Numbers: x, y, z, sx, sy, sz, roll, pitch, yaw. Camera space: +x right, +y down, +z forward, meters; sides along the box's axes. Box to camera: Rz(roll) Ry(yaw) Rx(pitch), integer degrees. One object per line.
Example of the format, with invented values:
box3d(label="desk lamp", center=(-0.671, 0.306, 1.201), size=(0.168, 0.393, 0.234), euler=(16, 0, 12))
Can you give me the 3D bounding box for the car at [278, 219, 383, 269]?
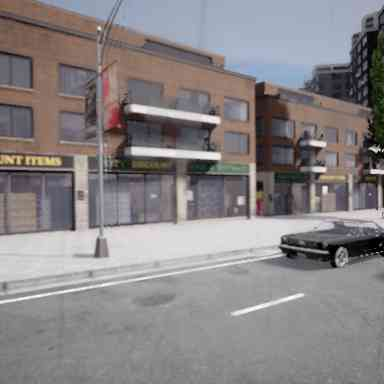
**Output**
box3d(label="car", center=(5.112, 1.608, 11.324), size=(4.718, 1.301, 1.895), euler=(0, 0, -36))
